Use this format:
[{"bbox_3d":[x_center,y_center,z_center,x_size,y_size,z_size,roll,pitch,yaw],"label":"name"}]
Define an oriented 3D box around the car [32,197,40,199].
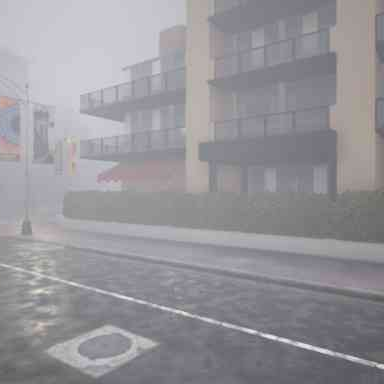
[{"bbox_3d":[-36.023,1.445,72.231,4.892,1.521,2.231,0,0,36],"label":"car"}]
